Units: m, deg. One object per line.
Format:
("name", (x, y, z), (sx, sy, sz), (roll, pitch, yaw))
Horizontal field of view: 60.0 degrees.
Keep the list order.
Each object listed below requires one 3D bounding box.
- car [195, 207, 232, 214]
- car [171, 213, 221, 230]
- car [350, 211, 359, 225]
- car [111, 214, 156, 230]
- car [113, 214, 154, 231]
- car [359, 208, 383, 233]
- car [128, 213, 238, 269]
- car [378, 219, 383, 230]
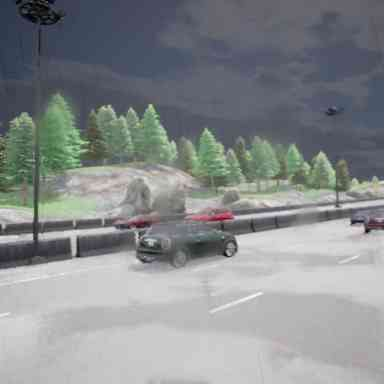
("car", (1.682, 2.502, 31.163), (2.150, 2.045, 5.566), (-4, -3, 44))
("car", (0.489, 3.019, 34.917), (2.033, 1.411, 5.357), (-4, -3, 44))
("car", (16.242, 2.285, 30.785), (1.994, 1.385, 4.181), (-4, -3, 44))
("car", (-6.575, 3.342, 37.691), (1.837, 1.490, 4.892), (-4, -3, 44))
("car", (-5.292, 3.123, 34.004), (1.882, 1.535, 5.008), (-4, -3, 44))
("car", (13.718, 1.883, 23.197), (2.097, 1.767, 4.553), (-4, -3, 44))
("car", (-0.061, 1.992, 14.062), (2.097, 1.767, 4.553), (-4, -3, 44))
("car", (9.734, 1.874, 14.082), (1.994, 1.385, 4.181), (-4, -3, 44))
